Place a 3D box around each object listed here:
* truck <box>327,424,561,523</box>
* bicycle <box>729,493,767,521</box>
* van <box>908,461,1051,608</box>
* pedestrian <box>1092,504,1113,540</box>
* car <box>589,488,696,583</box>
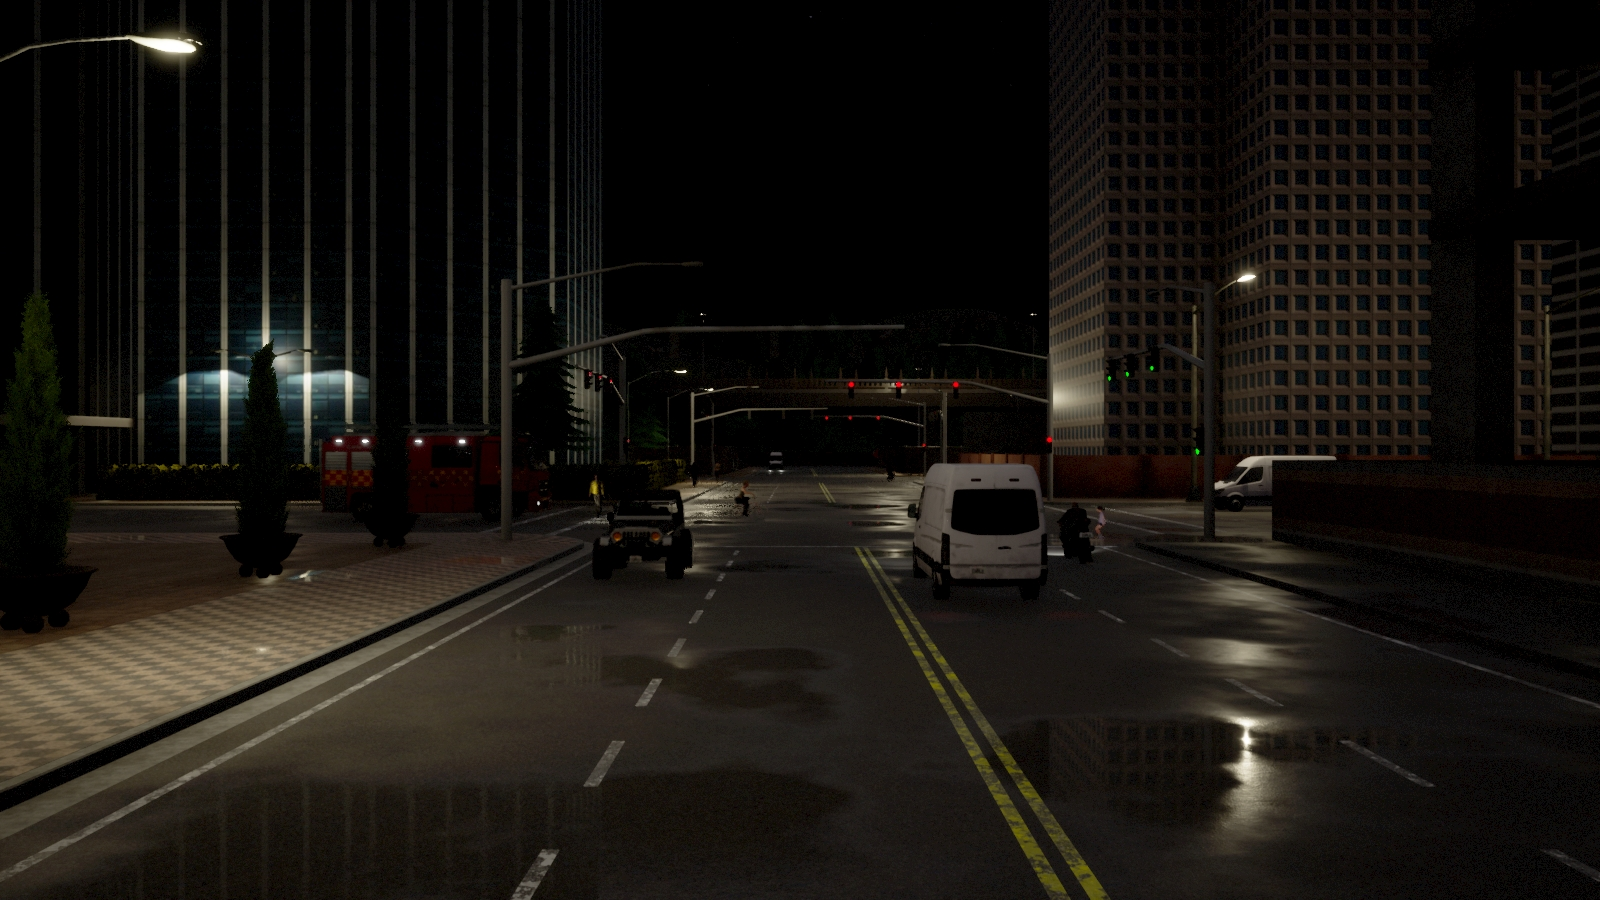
[{"bbox_3d":[-14.146,0.906,45.853,8.468,3.827,2.891,0,0,0],"label":"truck"},{"bbox_3d":[-2.086,2.273,45.775,1.487,1.080,0.859,0,0,-1],"label":"bicycle"},{"bbox_3d":[3.501,1.543,23.400,1.988,2.561,5.915,0,0,0],"label":"van"},{"bbox_3d":[9.439,2.242,35.671,0.500,1.100,0.500,0,0,0],"label":"pedestrian"},{"bbox_3d":[-3.497,1.867,26.003,1.905,1.878,3.866,0,0,0],"label":"car"}]
